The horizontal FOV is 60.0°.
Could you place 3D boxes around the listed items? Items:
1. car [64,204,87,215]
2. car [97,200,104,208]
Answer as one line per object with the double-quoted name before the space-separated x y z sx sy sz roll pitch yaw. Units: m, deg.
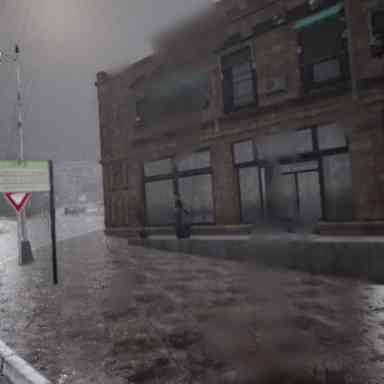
"car" -18.366 2.726 52.749 2.128 1.511 4.902 -4 1 8
"car" -15.970 2.129 62.984 1.882 1.535 5.008 -5 2 19
